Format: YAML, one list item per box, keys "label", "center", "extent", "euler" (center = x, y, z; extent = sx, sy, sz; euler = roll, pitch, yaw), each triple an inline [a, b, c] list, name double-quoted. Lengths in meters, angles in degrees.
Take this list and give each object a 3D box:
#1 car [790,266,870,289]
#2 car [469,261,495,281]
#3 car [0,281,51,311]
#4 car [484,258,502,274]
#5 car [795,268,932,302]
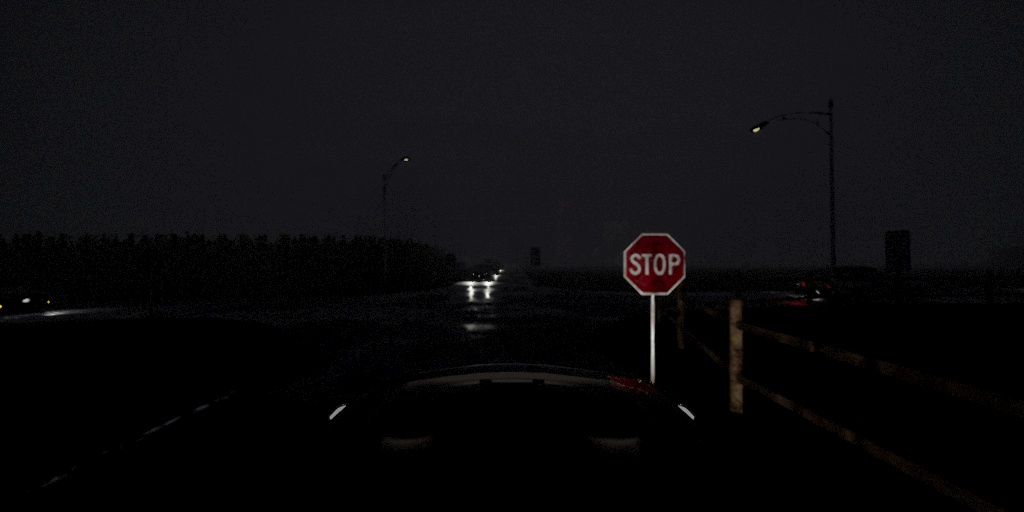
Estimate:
- label: "car"
  center: [17.826, 1.282, 19.525]
  extent: [4.892, 1.490, 1.837]
  euler: [0, -1, -5]
- label: "car"
  center: [-2.837, 1.497, 33.290]
  extent: [1.837, 1.490, 4.892]
  euler: [0, 0, 0]
- label: "car"
  center: [-20.346, 1.519, 13.391]
  extent: [4.181, 1.385, 1.994]
  euler: [0, -1, -5]
- label: "car"
  center: [-2.822, 1.343, 47.780]
  extent: [2.150, 2.045, 5.566]
  euler: [0, 0, 0]
- label: "car"
  center: [16.250, 1.355, 16.566]
  extent: [4.718, 1.301, 1.895]
  euler: [0, -1, -3]
